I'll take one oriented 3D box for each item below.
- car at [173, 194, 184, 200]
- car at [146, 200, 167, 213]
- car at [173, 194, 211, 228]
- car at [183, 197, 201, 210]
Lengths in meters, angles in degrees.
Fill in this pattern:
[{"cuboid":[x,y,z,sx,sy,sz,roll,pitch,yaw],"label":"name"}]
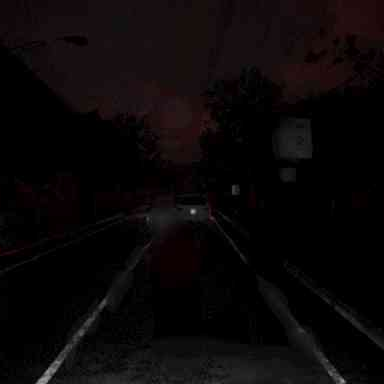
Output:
[{"cuboid":[-3.101,1.142,75.737,2.033,1.411,5.357,0,0,4],"label":"car"},{"cuboid":[-3.677,1.468,34.994,1.895,1.301,4.718,0,0,0],"label":"car"},{"cuboid":[0.053,1.141,21.536,2.150,2.045,5.566,0,0,0],"label":"car"},{"cuboid":[0.006,1.389,41.449,2.033,1.411,5.357,0,0,0],"label":"car"}]
